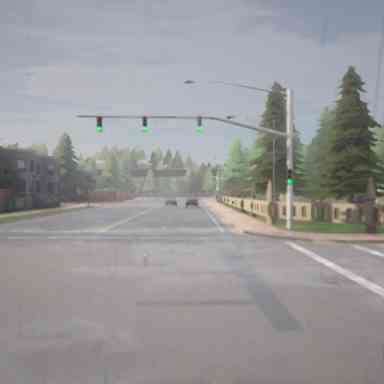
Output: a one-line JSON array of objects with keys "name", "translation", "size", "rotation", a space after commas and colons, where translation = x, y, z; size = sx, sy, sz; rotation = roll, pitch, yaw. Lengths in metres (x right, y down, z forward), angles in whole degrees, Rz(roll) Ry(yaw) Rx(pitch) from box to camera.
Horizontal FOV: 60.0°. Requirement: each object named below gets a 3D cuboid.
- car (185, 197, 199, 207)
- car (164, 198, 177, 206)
[{"name": "car", "translation": [-0.005, 1.483, 49.308], "size": [1.837, 1.490, 4.892], "rotation": [0, 0, 0]}, {"name": "car", "translation": [-3.406, 1.576, 54.413], "size": [1.895, 1.301, 4.718], "rotation": [0, 0, 0]}]
